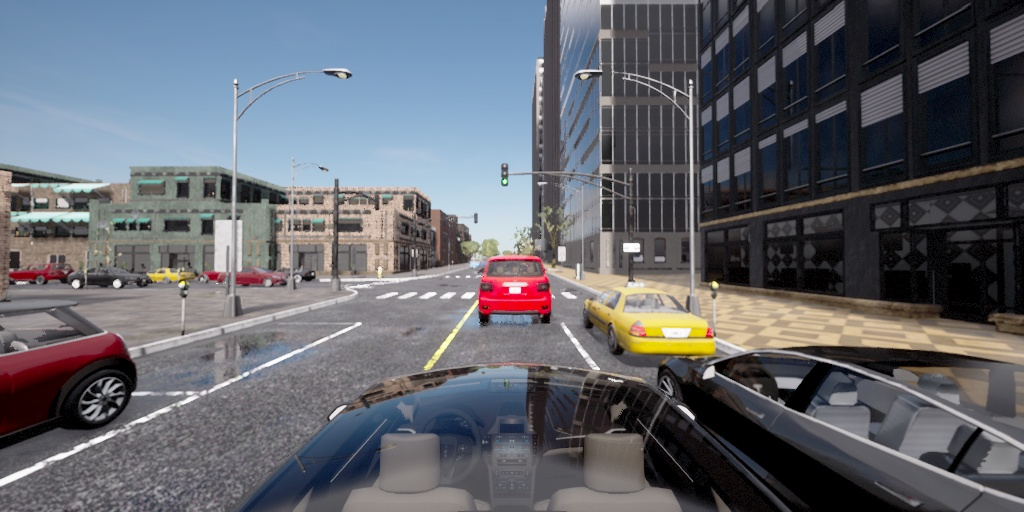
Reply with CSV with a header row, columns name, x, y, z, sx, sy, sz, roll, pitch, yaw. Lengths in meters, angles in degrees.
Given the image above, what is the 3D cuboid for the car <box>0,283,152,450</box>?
name,x,y,z,sx,sy,sz,roll,pitch,yaw
car,-5.693,1.192,2.710,1.967,1.591,4.097,0,0,0

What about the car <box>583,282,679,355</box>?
name,x,y,z,sx,sy,sz,roll,pitch,yaw
car,2.814,1.292,8.486,1.751,1.417,4.829,0,0,0

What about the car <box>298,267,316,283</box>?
name,x,y,z,sx,sy,sz,roll,pitch,yaw
car,-19.472,1.628,31.342,4.313,1.339,1.948,0,0,1

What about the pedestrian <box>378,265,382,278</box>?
name,x,y,z,sx,sy,sz,roll,pitch,yaw
pedestrian,-12.611,1.472,34.224,0.375,1.300,0.375,0,0,1

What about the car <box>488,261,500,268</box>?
name,x,y,z,sx,sy,sz,roll,pitch,yaw
car,-3.182,1.515,64.352,1.895,1.301,4.718,0,0,0

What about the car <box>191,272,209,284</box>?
name,x,y,z,sx,sy,sz,roll,pitch,yaw
car,-25.020,1.556,31.402,4.097,1.591,1.967,0,0,1

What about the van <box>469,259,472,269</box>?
name,x,y,z,sx,sy,sz,roll,pitch,yaw
van,-5.803,1.236,57.330,1.690,1.789,3.998,0,0,0

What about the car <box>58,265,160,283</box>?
name,x,y,z,sx,sy,sz,roll,pitch,yaw
car,-28.716,1.551,25.664,4.892,1.490,1.837,-1,-1,1

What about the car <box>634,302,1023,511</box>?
name,x,y,z,sx,sy,sz,roll,pitch,yaw
car,2.655,1.318,2.672,1.948,1.339,4.313,0,0,0

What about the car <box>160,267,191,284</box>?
name,x,y,z,sx,sy,sz,roll,pitch,yaw
car,-30.738,1.694,31.463,4.829,1.417,1.751,0,0,1

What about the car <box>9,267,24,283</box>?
name,x,y,z,sx,sy,sz,roll,pitch,yaw
car,-39.352,1.696,25.785,5.357,1.411,2.033,-1,-1,1

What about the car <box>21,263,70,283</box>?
name,x,y,z,sx,sy,sz,roll,pitch,yaw
car,-41.663,1.590,31.580,5.009,1.841,2.192,0,0,1

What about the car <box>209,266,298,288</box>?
name,x,y,z,sx,sy,sz,roll,pitch,yaw
car,-18.311,1.472,25.547,4.674,1.442,1.812,-1,-1,1

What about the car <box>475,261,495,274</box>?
name,x,y,z,sx,sy,sz,roll,pitch,yaw
car,-3.186,1.407,43.870,2.033,1.411,5.357,0,0,0

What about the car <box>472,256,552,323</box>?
name,x,y,z,sx,sy,sz,roll,pitch,yaw
car,0.078,1.002,12.351,2.150,2.045,5.566,0,0,0
